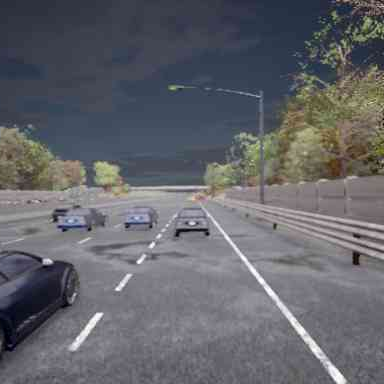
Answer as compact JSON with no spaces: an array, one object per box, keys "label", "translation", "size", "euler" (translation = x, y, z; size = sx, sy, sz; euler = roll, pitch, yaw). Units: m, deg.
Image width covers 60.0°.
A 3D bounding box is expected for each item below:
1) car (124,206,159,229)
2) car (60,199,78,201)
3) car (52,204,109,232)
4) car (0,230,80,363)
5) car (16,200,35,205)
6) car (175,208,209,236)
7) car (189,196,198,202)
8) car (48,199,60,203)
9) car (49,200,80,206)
[{"label":"car","translation":[-3.399,1.672,23.023],"size":[2.033,1.411,5.357],"euler":[-1,0,0]},{"label":"car","translation":[-24.502,2.101,68.359],"size":[2.128,1.511,4.902],"euler":[-1,0,0]},{"label":"car","translation":[-6.898,1.708,21.482],"size":[2.033,1.411,5.357],"euler":[-1,0,0]},{"label":"car","translation":[-3.392,1.624,5.459],"size":[1.994,1.385,4.181],"euler":[-1,0,0]},{"label":"car","translation":[-31.500,2.184,62.940],"size":[1.994,1.385,4.181],"euler":[-1,0,0]},{"label":"car","translation":[0.004,1.616,18.969],"size":[2.033,1.411,5.357],"euler":[-1,0,0]},{"label":"car","translation":[-0.007,1.931,91.677],"size":[1.882,1.535,5.008],"euler":[-1,0,0]},{"label":"car","translation":[-28.001,2.170,68.358],"size":[1.994,1.385,4.181],"euler":[-1,0,0]},{"label":"car","translation":[-10.397,1.734,28.714],"size":[1.837,1.490,4.892],"euler":[-1,0,0]}]
